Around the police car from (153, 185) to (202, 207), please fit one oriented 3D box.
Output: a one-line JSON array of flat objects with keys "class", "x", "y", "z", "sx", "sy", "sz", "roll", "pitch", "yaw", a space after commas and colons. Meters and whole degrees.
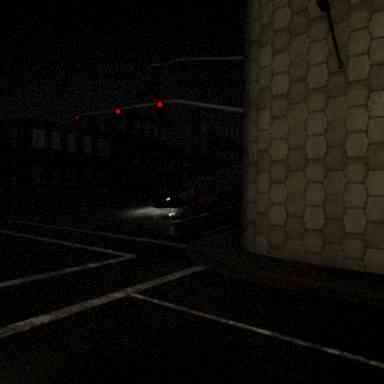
[{"class": "police car", "x": -1.271, "y": 0.263, "z": 27.980, "sx": 2.038, "sy": 1.542, "sz": 4.974, "roll": 2, "pitch": 8, "yaw": 35}]
